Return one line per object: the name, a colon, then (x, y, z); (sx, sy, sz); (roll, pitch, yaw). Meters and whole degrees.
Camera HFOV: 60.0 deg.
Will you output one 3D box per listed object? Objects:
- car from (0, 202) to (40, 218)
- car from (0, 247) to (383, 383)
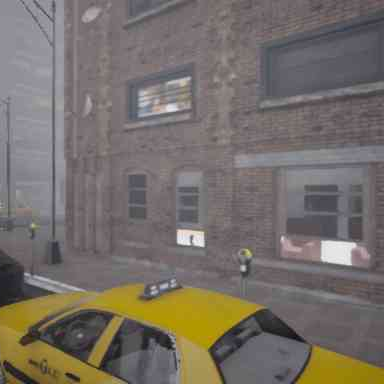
car: (-15.961, 1.575, 29.343); (1.752, 1.417, 4.829); (-1, -2, 36)
car: (-0.508, 1.506, 3.268); (4.829, 1.417, 1.752); (1, 0, 36)
